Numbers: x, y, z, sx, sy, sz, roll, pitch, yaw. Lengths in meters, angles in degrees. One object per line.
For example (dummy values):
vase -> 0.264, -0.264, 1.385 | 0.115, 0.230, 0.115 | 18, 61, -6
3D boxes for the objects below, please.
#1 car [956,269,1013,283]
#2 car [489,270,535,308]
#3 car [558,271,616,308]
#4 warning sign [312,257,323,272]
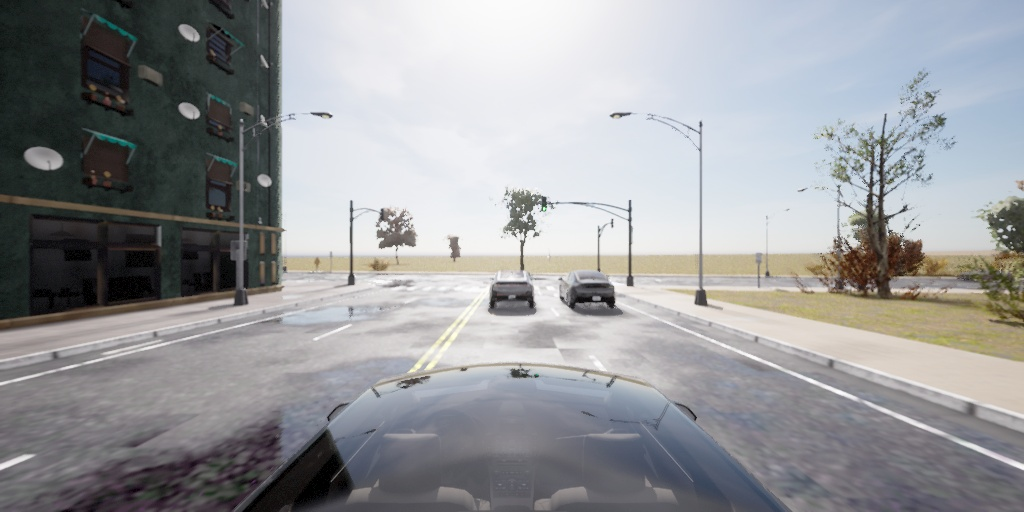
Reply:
car -> 50.596, 2.078, 38.416 | 4.181, 1.385, 1.994 | 1, 0, 2
car -> 0.004, 1.377, 16.137 | 2.128, 1.511, 4.902 | 0, 0, 0
car -> 3.254, 1.393, 16.140 | 1.837, 1.490, 4.892 | 0, 0, 0
warning sign -> -23.471, 0.983, 43.134 | 1.060, 1.860, 1.300 | 0, 0, 1
